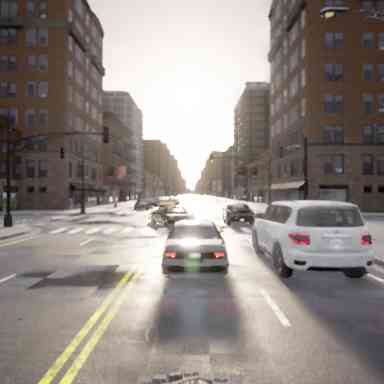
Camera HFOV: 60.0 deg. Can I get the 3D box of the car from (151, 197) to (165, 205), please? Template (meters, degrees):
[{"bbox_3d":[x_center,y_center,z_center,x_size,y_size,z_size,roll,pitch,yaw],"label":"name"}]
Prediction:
[{"bbox_3d":[-6.508,1.696,64.370,2.128,1.511,4.902,0,0,0],"label":"car"}]

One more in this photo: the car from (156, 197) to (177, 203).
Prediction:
[{"bbox_3d":[-3.352,1.623,44.537,1.882,1.535,5.008,0,0,0],"label":"car"}]

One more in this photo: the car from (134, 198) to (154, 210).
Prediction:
[{"bbox_3d":[-6.601,1.651,44.772,1.837,1.490,4.892,0,0,0],"label":"car"}]

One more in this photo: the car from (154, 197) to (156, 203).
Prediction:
[{"bbox_3d":[-6.582,1.652,54.257,1.882,1.535,5.008,0,0,0],"label":"car"}]

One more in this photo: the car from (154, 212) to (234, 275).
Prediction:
[{"bbox_3d":[0.082,1.583,10.525,2.033,1.411,5.357,0,0,0],"label":"car"}]

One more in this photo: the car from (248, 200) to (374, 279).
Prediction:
[{"bbox_3d":[3.348,1.258,10.319,2.150,2.045,5.566,0,0,1],"label":"car"}]

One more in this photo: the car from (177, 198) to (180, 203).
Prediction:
[{"bbox_3d":[-3.339,1.736,53.490,1.994,1.385,4.181,0,0,0],"label":"car"}]

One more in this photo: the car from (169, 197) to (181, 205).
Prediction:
[{"bbox_3d":[-3.258,1.751,64.040,2.033,1.411,5.357,0,0,0],"label":"car"}]

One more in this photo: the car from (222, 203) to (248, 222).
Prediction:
[{"bbox_3d":[3.352,1.589,24.674,1.837,1.490,4.892,0,0,0],"label":"car"}]

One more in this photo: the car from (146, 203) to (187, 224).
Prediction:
[{"bbox_3d":[-1.529,1.676,23.253,1.895,1.301,4.718,0,0,-21],"label":"car"}]
